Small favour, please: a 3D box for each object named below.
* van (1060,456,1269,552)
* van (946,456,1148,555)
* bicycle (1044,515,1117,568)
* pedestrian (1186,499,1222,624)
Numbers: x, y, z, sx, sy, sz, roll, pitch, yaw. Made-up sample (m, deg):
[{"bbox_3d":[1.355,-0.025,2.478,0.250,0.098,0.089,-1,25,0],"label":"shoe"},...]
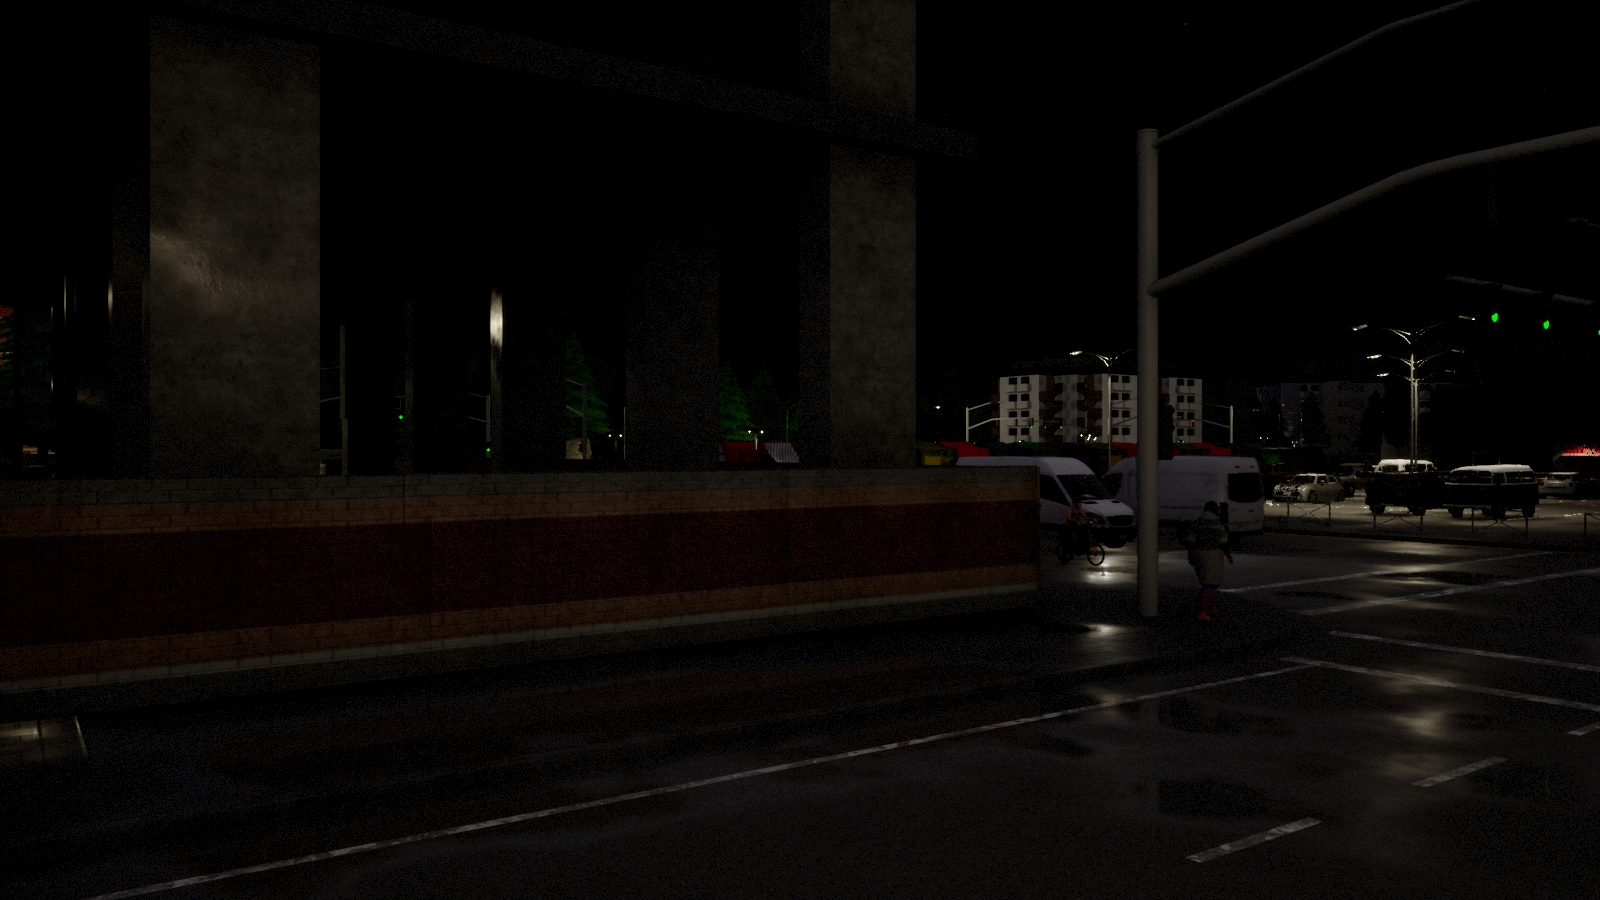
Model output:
[{"bbox_3d":[10.659,1.468,33.928,1.988,2.561,5.915,0,0,-35],"label":"van"},{"bbox_3d":[6.983,1.470,33.056,1.988,2.561,5.915,0,0,-35],"label":"van"},{"bbox_3d":[6.706,2.169,27.364,0.859,1.126,1.487,0,0,-35],"label":"bicycle"},{"bbox_3d":[6.178,1.690,17.466,0.375,1.860,0.375,0,0,-33],"label":"pedestrian"}]
